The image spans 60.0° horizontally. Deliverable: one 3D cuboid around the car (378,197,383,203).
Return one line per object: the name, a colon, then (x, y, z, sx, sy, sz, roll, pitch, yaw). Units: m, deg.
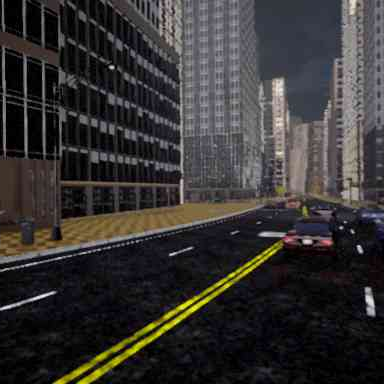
car: (43.362, 2.033, 72.726, 5.009, 1.841, 2.192, 0, 0, 20)

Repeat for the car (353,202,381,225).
car: (13.660, 1.749, 25.678, 2.033, 1.411, 5.357, 0, -1, 21)

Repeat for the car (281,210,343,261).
car: (4.762, 1.659, 12.949, 2.033, 1.411, 5.357, 0, -1, 25)

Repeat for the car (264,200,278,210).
car: (12.519, 1.999, 52.498, 2.033, 1.411, 5.357, 0, -1, 19)

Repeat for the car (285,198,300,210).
car: (15.785, 1.786, 52.021, 2.097, 1.767, 4.553, 0, -1, 19)

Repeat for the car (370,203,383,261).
car: (8.072, 1.450, 12.380, 2.097, 1.767, 4.553, 0, -1, 25)

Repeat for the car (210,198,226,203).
car: (6.633, 2.205, 85.633, 4.313, 1.339, 1.947, 0, 0, 20)

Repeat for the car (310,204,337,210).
car: (10.983, 1.722, 27.789, 2.128, 1.511, 4.902, 0, 0, 21)

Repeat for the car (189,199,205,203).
car: (1.288, 2.208, 87.571, 4.206, 1.307, 1.802, 0, 0, 20)
